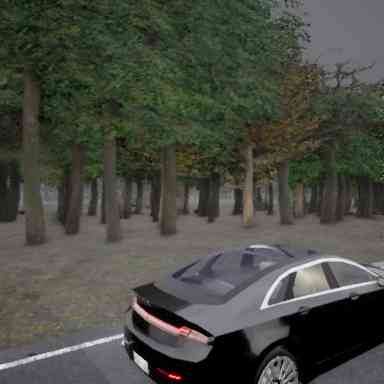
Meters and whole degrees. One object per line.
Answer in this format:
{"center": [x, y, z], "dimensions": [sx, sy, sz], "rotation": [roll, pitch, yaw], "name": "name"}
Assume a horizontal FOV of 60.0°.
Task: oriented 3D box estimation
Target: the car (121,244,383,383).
{"center": [1.451, 1.521, 4.780], "dimensions": [4.902, 1.511, 2.128], "rotation": [1, 0, -36], "name": "car"}
